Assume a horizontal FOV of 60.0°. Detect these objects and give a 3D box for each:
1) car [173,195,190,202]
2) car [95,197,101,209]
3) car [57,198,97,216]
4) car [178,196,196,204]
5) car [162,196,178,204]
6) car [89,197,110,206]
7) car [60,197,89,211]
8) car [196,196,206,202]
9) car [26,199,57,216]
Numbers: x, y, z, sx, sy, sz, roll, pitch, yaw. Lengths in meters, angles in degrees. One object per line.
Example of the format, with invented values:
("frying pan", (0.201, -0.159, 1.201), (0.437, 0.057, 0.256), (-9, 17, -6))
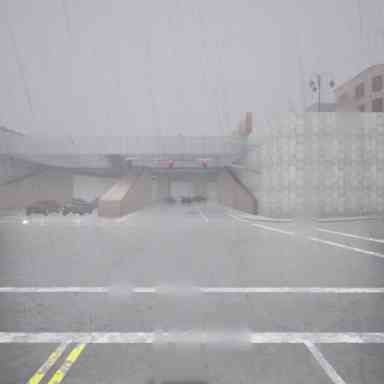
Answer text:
("car", (-2.348, 1.524, 74.649), (1.812, 1.442, 4.674), (0, 0, 24))
("car", (-11.550, 1.601, 42.282), (1.895, 1.301, 4.718), (0, 0, -1))
("car", (-11.317, 1.601, 33.115), (1.895, 1.301, 4.718), (0, 0, -1))
("car", (-0.991, 1.547, 64.791), (2.033, 1.411, 5.357), (0, 0, 4))
("car", (-4.521, 1.547, 64.292), (2.033, 1.411, 5.357), (0, 0, 5))
("car", (-15.337, 1.547, 55.480), (2.033, 1.411, 5.357), (0, 0, -1))
("car", (-15.061, 1.491, 42.828), (2.128, 1.511, 4.902), (0, 0, -1))
("car", (1.520, 1.524, 74.777), (1.812, 1.442, 4.674), (0, 0, 28))
("car", (-14.826, 1.478, 33.438), (1.882, 1.535, 5.008), (0, 0, -1))
